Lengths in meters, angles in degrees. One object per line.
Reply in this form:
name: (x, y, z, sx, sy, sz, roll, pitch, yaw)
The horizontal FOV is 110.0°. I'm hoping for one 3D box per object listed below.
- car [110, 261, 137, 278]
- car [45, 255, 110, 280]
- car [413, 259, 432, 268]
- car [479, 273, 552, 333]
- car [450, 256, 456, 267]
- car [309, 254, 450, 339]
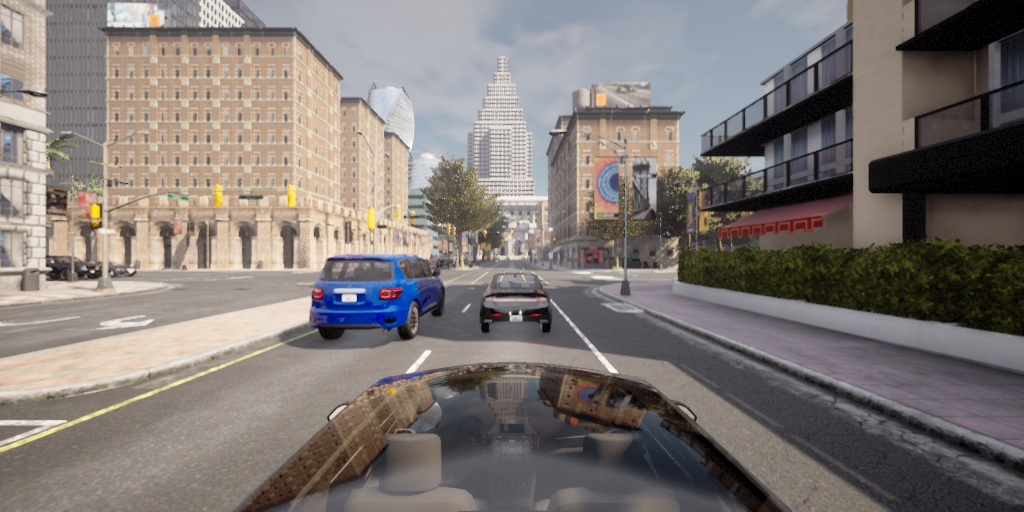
car: (-38.283, 1.235, 33.743, 4.902, 1.511, 2.128, 0, 0, 0)
car: (-38.130, 0.966, 30.223, 5.566, 2.045, 2.150, 0, 0, 0)
car: (-15.026, 1.242, 60.381, 1.837, 1.490, 4.892, 0, 0, 0)
car: (0.102, 1.240, 10.795, 2.128, 1.511, 4.902, 0, 0, 0)
car: (-11.525, 0.959, 61.810, 2.150, 2.045, 5.566, 0, 0, 0)
car: (-3.401, 0.970, 10.180, 2.150, 2.045, 5.566, 0, 0, 0)
